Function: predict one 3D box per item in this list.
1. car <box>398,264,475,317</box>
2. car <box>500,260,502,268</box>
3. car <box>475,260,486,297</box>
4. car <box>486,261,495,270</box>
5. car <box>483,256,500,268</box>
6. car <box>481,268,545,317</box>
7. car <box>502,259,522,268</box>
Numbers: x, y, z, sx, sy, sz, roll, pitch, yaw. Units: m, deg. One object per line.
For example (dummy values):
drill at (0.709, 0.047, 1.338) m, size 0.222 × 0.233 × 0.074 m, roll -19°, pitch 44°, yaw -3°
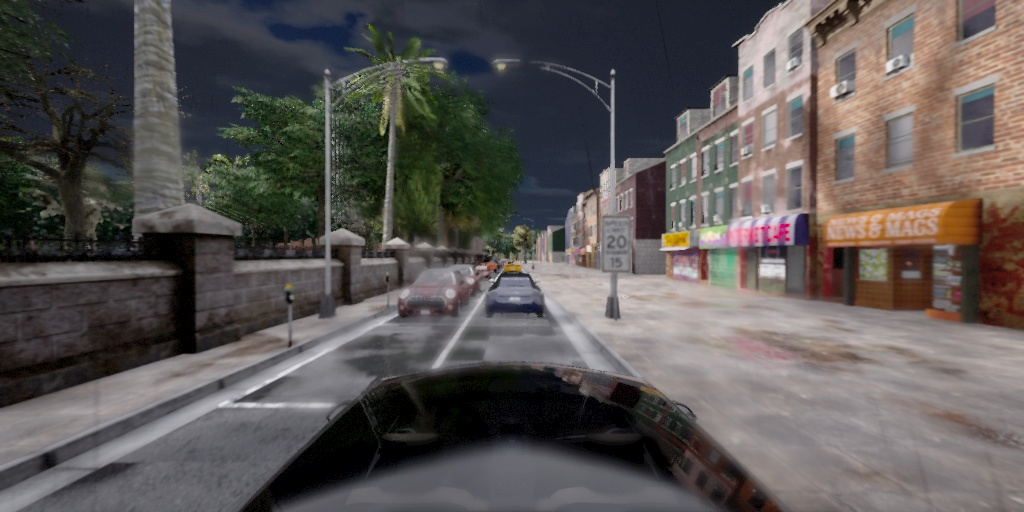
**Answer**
car at (-2.636, 1.187, 12.905) m, size 1.967 × 1.591 × 4.097 m, roll 0°, pitch 0°, yaw 0°
car at (-2.976, 1.042, 53.541) m, size 2.150 × 2.045 × 5.566 m, roll 0°, pitch 0°, yaw 0°
car at (-2.635, 1.188, 18.592) m, size 1.967 × 1.591 × 4.097 m, roll 0°, pitch 0°, yaw 0°
car at (-2.635, 1.342, 29.970) m, size 1.802 × 1.307 × 4.207 m, roll 0°, pitch 0°, yaw 0°
car at (-2.983, 1.146, 46.480) m, size 2.097 × 1.767 × 4.553 m, roll 0°, pitch 0°, yaw 0°
car at (0.103, 1.311, 13.187) m, size 1.994 × 1.385 × 4.181 m, roll 0°, pitch 0°, yaw 0°
car at (0.104, 1.258, 41.105) m, size 1.882 × 1.535 × 5.008 m, roll 0°, pitch 0°, yaw 0°
